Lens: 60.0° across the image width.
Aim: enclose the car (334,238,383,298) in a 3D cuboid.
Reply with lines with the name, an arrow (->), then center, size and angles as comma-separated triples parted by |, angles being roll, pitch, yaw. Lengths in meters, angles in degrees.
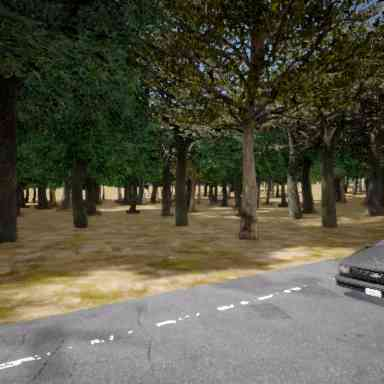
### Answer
car -> 5.681, 1.531, 7.906 | 5.357, 1.411, 2.033 | 0, 0, -34
